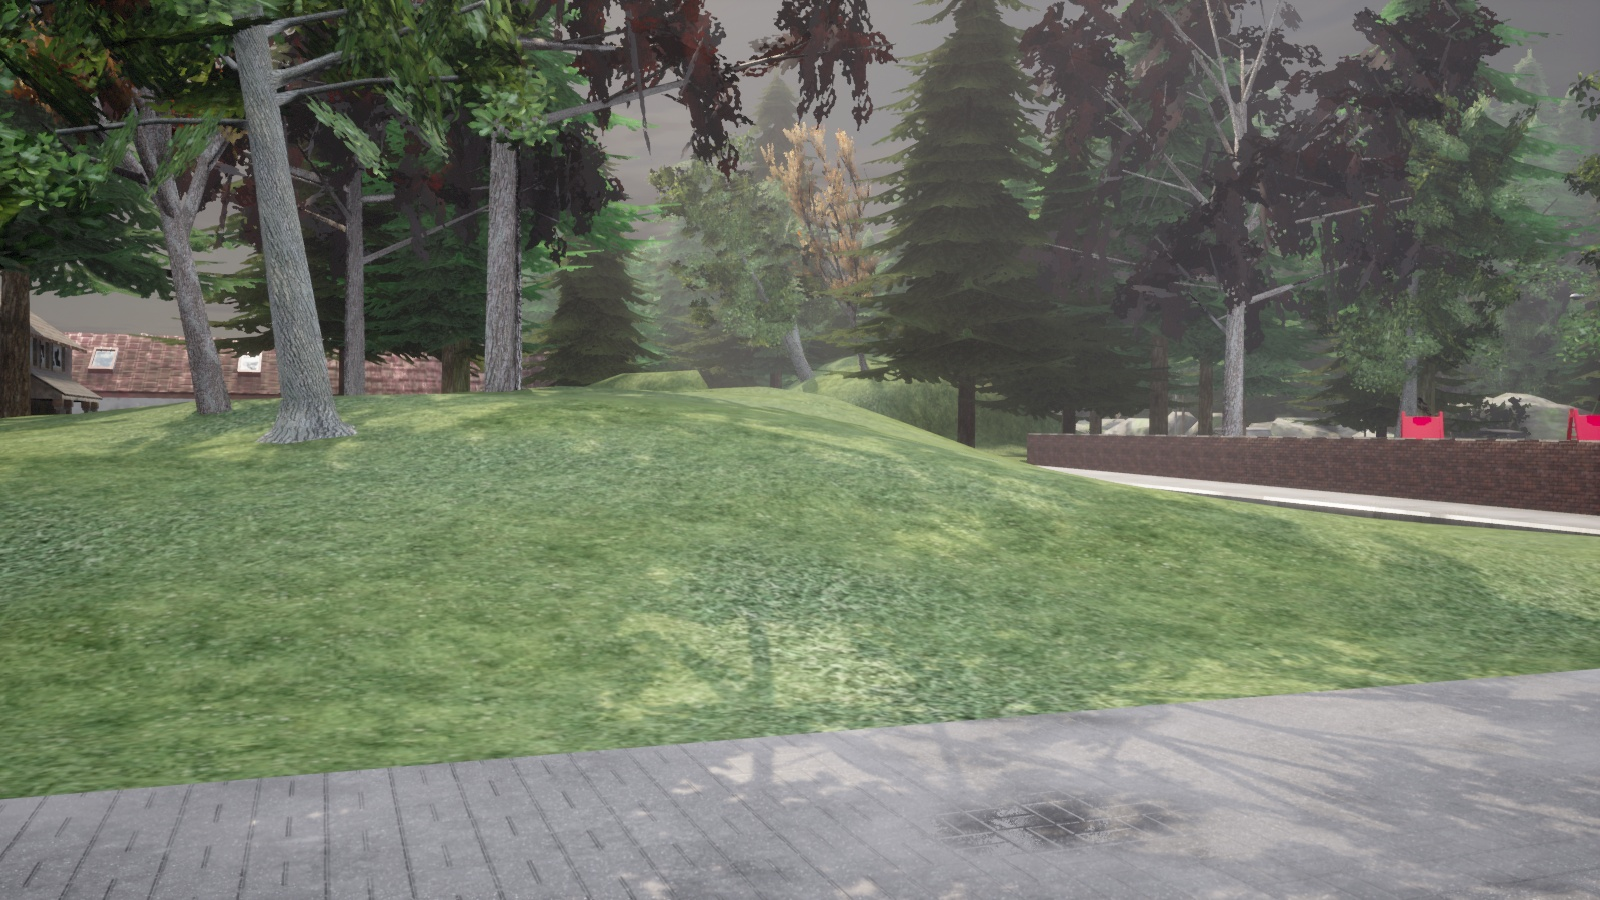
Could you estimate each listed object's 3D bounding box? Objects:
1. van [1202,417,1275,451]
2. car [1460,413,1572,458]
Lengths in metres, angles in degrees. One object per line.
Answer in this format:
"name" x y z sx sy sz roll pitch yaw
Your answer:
"van" 26.725 -0.985 76.691 1.775 1.987 4.442 -1 1 -21
"car" 30.962 -0.626 54.399 1.905 1.878 3.866 -1 1 -21
